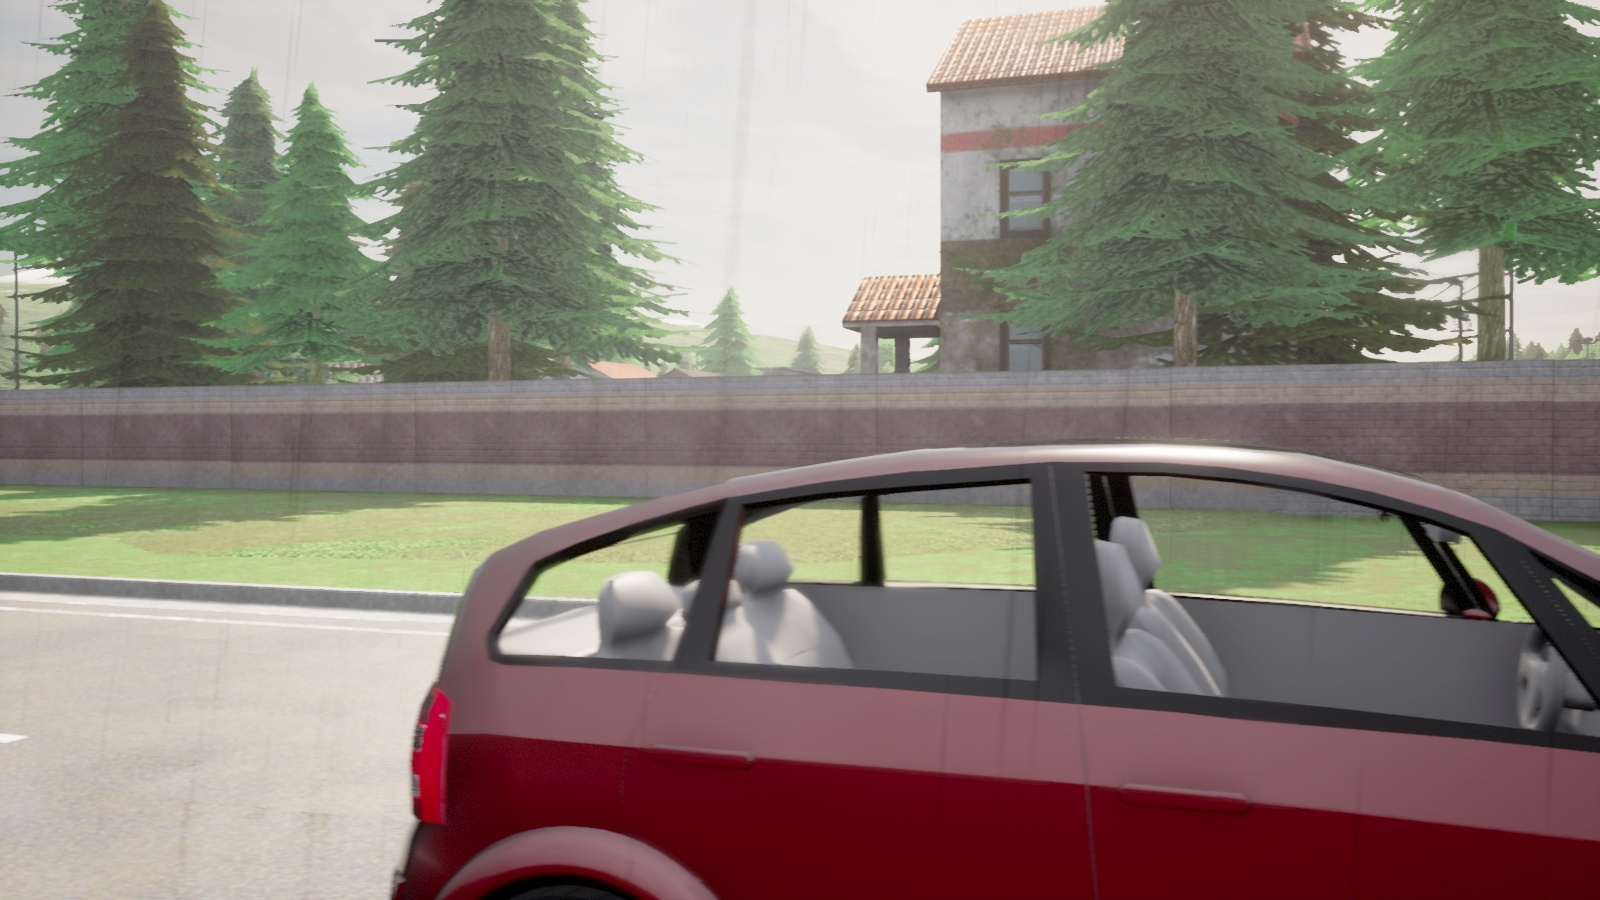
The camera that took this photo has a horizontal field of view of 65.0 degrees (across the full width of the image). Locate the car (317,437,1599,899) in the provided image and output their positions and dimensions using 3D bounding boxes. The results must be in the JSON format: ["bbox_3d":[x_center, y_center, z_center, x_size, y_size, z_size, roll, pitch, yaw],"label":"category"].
[{"bbox_3d":[1.047,0.762,2.842,3.705,1.549,1.789,1,1,19],"label":"car"}]
